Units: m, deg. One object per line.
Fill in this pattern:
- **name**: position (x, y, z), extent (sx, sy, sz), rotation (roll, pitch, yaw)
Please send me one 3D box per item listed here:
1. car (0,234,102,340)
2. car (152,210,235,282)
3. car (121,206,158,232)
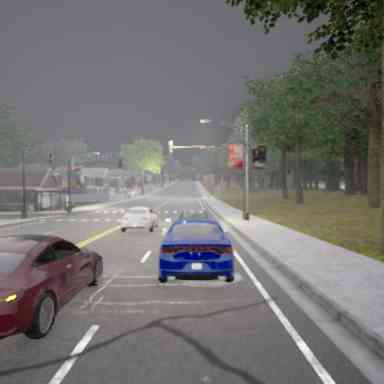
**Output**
- **car**: position (-3.151, 1.547, 6.454), extent (1.812, 1.442, 4.674), rotation (0, 0, 0)
- **car**: position (0.096, 1.514, 9.872), extent (1.882, 1.535, 5.008), rotation (0, 0, 0)
- **car**: position (-3.148, 1.606, 20.478), extent (1.812, 1.442, 4.674), rotation (0, 0, -1)
